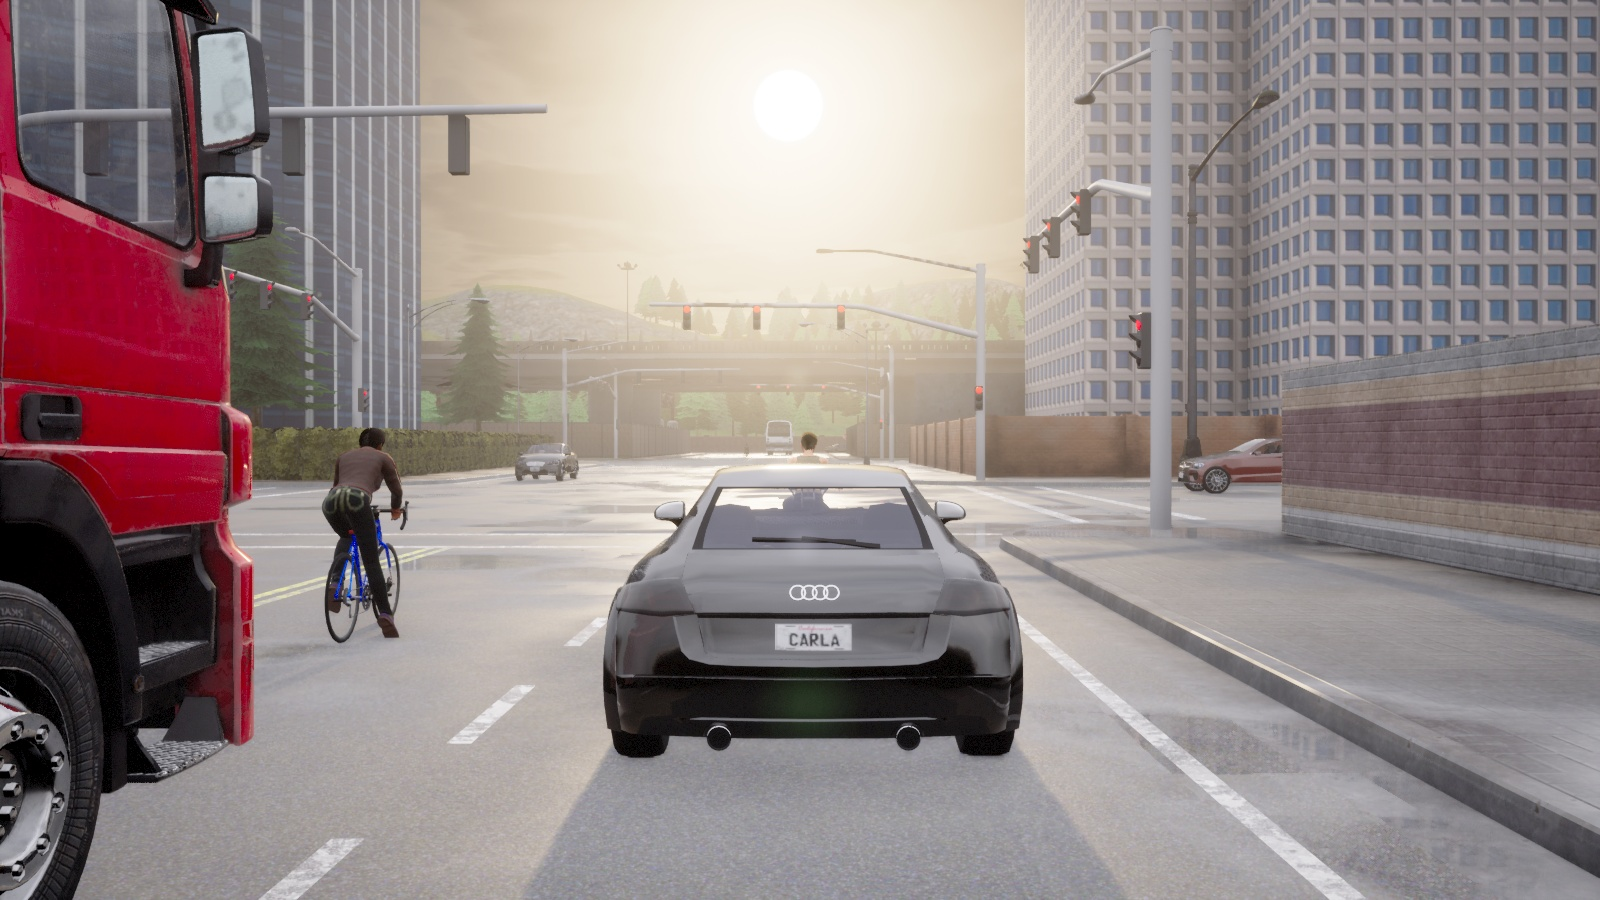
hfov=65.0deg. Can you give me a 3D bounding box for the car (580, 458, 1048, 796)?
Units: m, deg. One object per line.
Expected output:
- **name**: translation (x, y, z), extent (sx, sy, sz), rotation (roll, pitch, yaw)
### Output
- **car**: translation (0.060, 0.768, 7.443), extent (1.994, 1.385, 4.181), rotation (0, 0, 0)

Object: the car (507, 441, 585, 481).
- **car**: translation (-10.185, 0.408, 50.752), extent (2.128, 1.511, 4.902), rotation (0, 0, 0)

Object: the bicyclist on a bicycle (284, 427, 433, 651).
- **bicyclist on a bicycle**: translation (-3.426, 0.641, 9.893), extent (0.582, 1.620, 1.656), rotation (0, 0, 0)

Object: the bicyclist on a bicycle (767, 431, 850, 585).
- **bicyclist on a bicycle**: translation (0.093, 0.604, 13.963), extent (0.866, 1.612, 1.509), rotation (0, 0, 0)

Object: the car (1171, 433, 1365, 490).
- **car**: translation (13.928, 0.324, 37.603), extent (5.027, 1.651, 2.152), rotation (0, 0, 1)

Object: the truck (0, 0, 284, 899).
- **truck**: translation (-3.478, -0.243, 0.926), extent (2.891, 3.462, 7.936), rotation (0, 0, 0)
